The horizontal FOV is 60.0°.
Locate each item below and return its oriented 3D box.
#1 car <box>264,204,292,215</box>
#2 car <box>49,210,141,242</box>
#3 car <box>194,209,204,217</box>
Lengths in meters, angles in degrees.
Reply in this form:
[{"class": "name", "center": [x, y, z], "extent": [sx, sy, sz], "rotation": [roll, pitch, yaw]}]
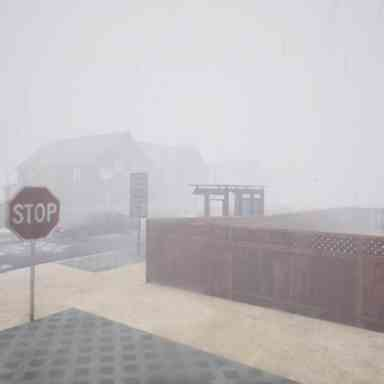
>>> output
[{"class": "car", "center": [10.210, 2.079, 39.302], "extent": [2.033, 1.411, 5.357], "rotation": [1, 0, 36]}, {"class": "car", "center": [-5.101, 1.702, 17.787], "extent": [2.033, 1.411, 5.357], "rotation": [1, 0, 35]}, {"class": "car", "center": [2.015, 1.829, 27.806], "extent": [1.837, 1.490, 4.892], "rotation": [1, 0, 35]}]
